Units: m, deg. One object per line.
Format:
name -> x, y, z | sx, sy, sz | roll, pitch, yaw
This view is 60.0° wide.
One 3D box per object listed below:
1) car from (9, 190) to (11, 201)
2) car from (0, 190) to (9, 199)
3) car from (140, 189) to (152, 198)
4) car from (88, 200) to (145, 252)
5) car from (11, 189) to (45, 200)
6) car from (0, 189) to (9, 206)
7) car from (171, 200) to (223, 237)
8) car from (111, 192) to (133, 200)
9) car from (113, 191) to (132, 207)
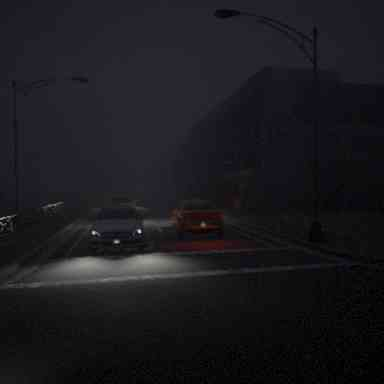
car -> -21.480, 0.555, 34.384 | 3.866, 1.878, 1.905 | -1, 1, -11
car -> -33.206, 0.443, 55.364 | 4.514, 1.523, 2.007 | -1, 1, -11
car -> -7.882, 0.248, 56.960 | 2.128, 1.511, 4.902 | -1, 1, -12
car -> -2.821, 1.245, 12.809 | 1.812, 1.442, 4.674 | -1, 1, -11
car -> -23.996, 0.373, 46.928 | 5.027, 1.636, 2.152 | -1, 1, -11
car -> -20.504, 0.628, 31.618 | 4.605, 1.855, 1.932 | -1, 1, -11
car -> 0.108, 1.094, 15.560 | 1.882, 1.535, 5.008 | -1, 1, -8
car -> -5.056, 0.965, 24.042 | 1.882, 1.535, 5.008 | -1, 1, -11
car -> -7.502, 0.711, 36.286 | 1.882, 1.535, 5.008 | -1, 1, -11
